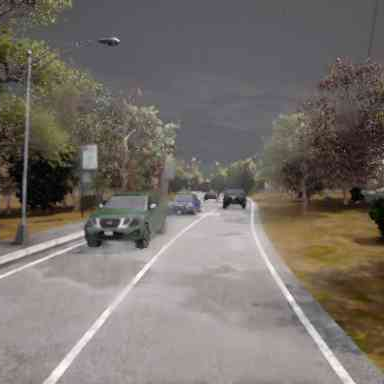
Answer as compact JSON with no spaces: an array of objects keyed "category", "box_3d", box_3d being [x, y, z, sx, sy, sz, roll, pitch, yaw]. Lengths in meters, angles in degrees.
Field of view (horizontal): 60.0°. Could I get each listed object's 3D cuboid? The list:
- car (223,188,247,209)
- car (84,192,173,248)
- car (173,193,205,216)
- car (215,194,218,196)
[{"category":"car","box_3d":[4.338,0.574,33.673,2.150,2.045,5.566,0,1,10]},{"category":"car","box_3d":[-2.524,1.026,14.164,2.150,2.045,5.566,0,1,7]},{"category":"car","box_3d":[-0.564,0.889,26.756,2.097,1.767,4.553,0,1,10]},{"category":"car","box_3d":[2.653,0.467,44.111,1.895,1.301,4.718,0,1,9]}]
